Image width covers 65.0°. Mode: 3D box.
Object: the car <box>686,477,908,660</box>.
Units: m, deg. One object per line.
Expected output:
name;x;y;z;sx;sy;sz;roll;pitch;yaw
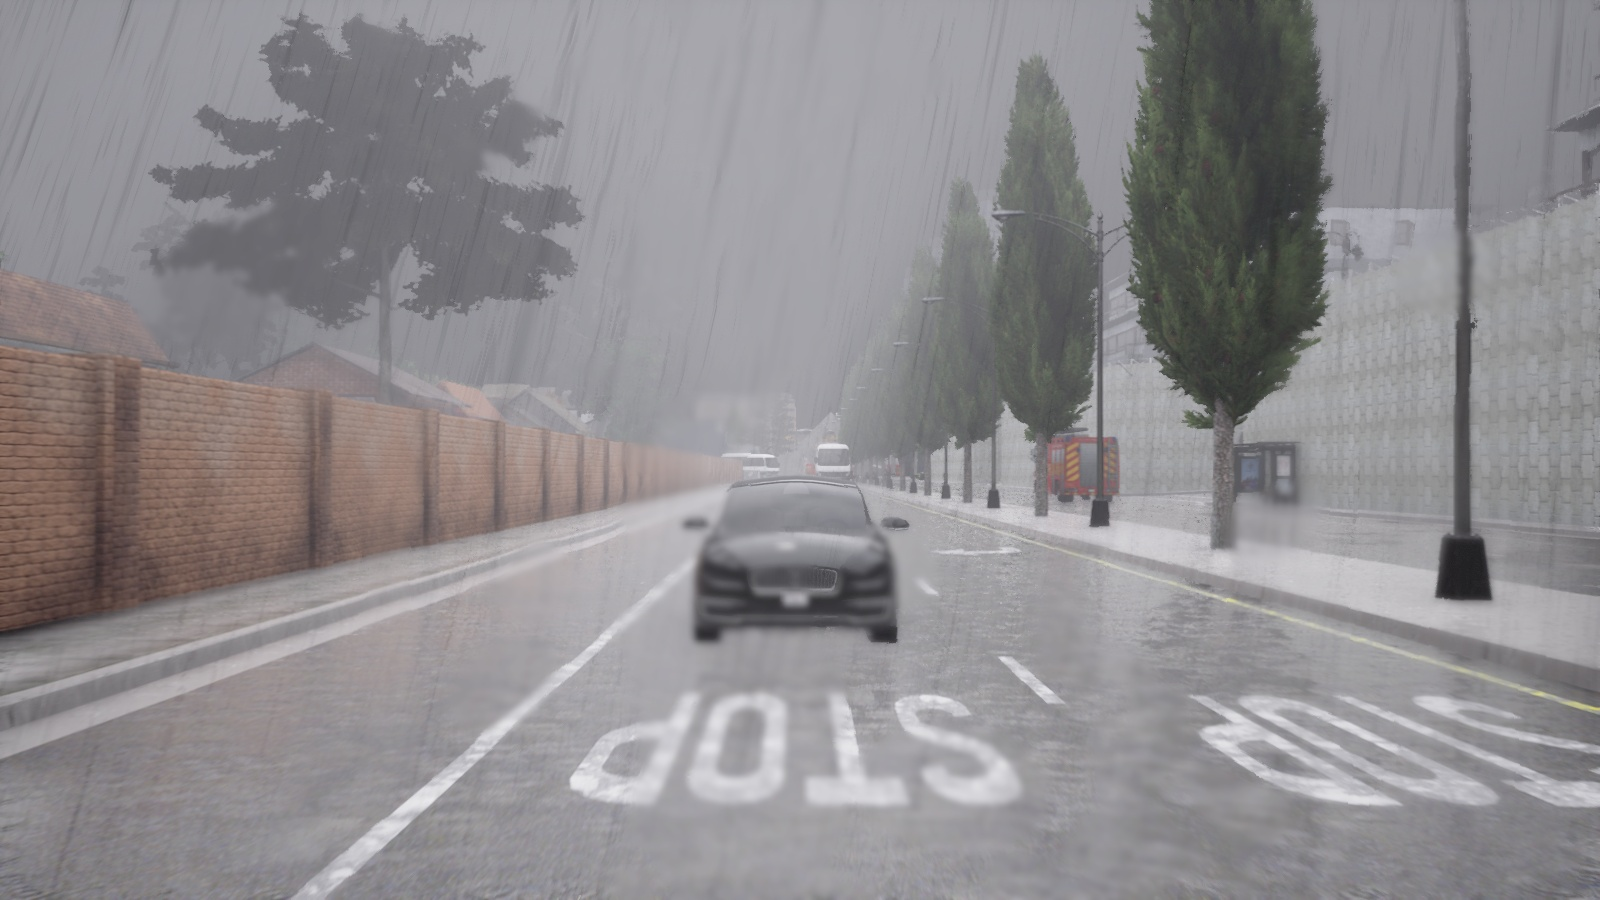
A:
car;-0.031;1.035;12.872;1.837;1.490;4.892;0;-1;0

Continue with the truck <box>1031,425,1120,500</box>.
truck;14.829;0.719;68.284;2.891;3.827;8.468;0;-1;0
